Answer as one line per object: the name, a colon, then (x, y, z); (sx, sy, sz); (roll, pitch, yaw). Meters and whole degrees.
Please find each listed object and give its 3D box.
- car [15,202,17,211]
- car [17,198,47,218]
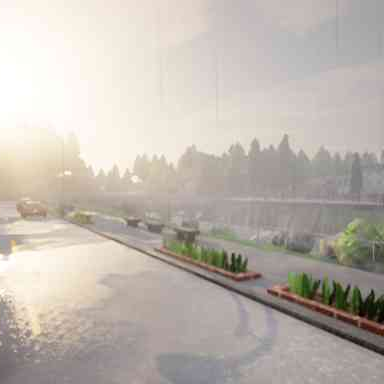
car: (-19.426, 1.505, 38.824); (1.837, 1.490, 4.892); (0, 0, -30)
car: (-14.376, 1.564, 30.113); (1.994, 1.385, 4.181); (0, 0, -30)
